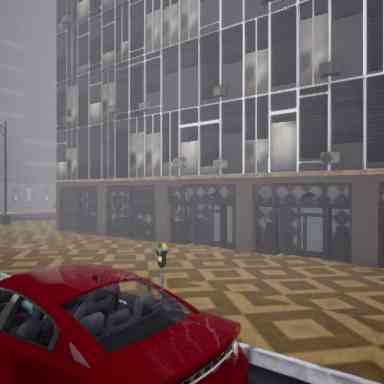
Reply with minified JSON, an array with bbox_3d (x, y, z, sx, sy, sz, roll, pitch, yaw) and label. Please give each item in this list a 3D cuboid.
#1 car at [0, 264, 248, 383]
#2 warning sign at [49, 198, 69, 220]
[{"bbox_3d":[-1.579,1.543,3.847,4.507,1.381,1.887,0,0,36],"label":"car"},{"bbox_3d":[-11.649,1.452,29.083,1.300,1.860,1.060,1,1,33],"label":"warning sign"}]
